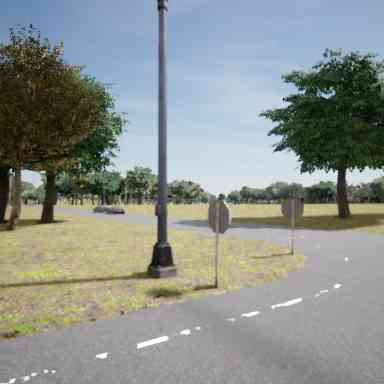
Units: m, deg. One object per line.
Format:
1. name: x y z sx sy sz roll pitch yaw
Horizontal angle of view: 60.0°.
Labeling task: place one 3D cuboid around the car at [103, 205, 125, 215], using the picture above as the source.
1. car: -12.749 3.044 55.506 1.994 1.385 4.181 2 -2 -33

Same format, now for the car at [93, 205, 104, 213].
1. car: -16.601 3.140 61.252 2.033 1.411 5.357 2 -2 -34
